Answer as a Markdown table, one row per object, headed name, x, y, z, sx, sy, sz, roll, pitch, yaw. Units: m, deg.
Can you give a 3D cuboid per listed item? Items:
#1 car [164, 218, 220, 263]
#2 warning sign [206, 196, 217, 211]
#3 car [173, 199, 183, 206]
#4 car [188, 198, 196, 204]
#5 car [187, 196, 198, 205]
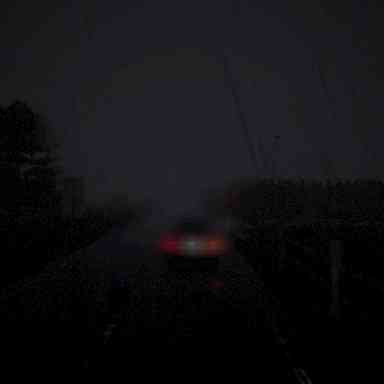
| name | x | y | z | sx | sy | sz | roll | pitch | yaw |
| --- | --- | --- | --- | --- | --- | --- | --- | --- | --- |
| car | 0.011 | 1.668 | 12.501 | 2.033 | 1.411 | 5.357 | 0 | 0 | 0 |
| warning sign | 2.444 | 1.491 | 41.913 | 1.300 | 1.860 | 1.060 | 0 | -1 | 0 |
| car | -2.757 | 2.172 | 67.465 | 1.895 | 1.301 | 4.718 | 0 | 0 | 0 |
| car | -0.007 | 2.252 | 84.389 | 1.895 | 1.301 | 4.718 | 0 | 0 | 0 |
| car | -0.006 | 1.975 | 74.316 | 2.097 | 1.767 | 4.553 | 0 | 0 | 0 |
